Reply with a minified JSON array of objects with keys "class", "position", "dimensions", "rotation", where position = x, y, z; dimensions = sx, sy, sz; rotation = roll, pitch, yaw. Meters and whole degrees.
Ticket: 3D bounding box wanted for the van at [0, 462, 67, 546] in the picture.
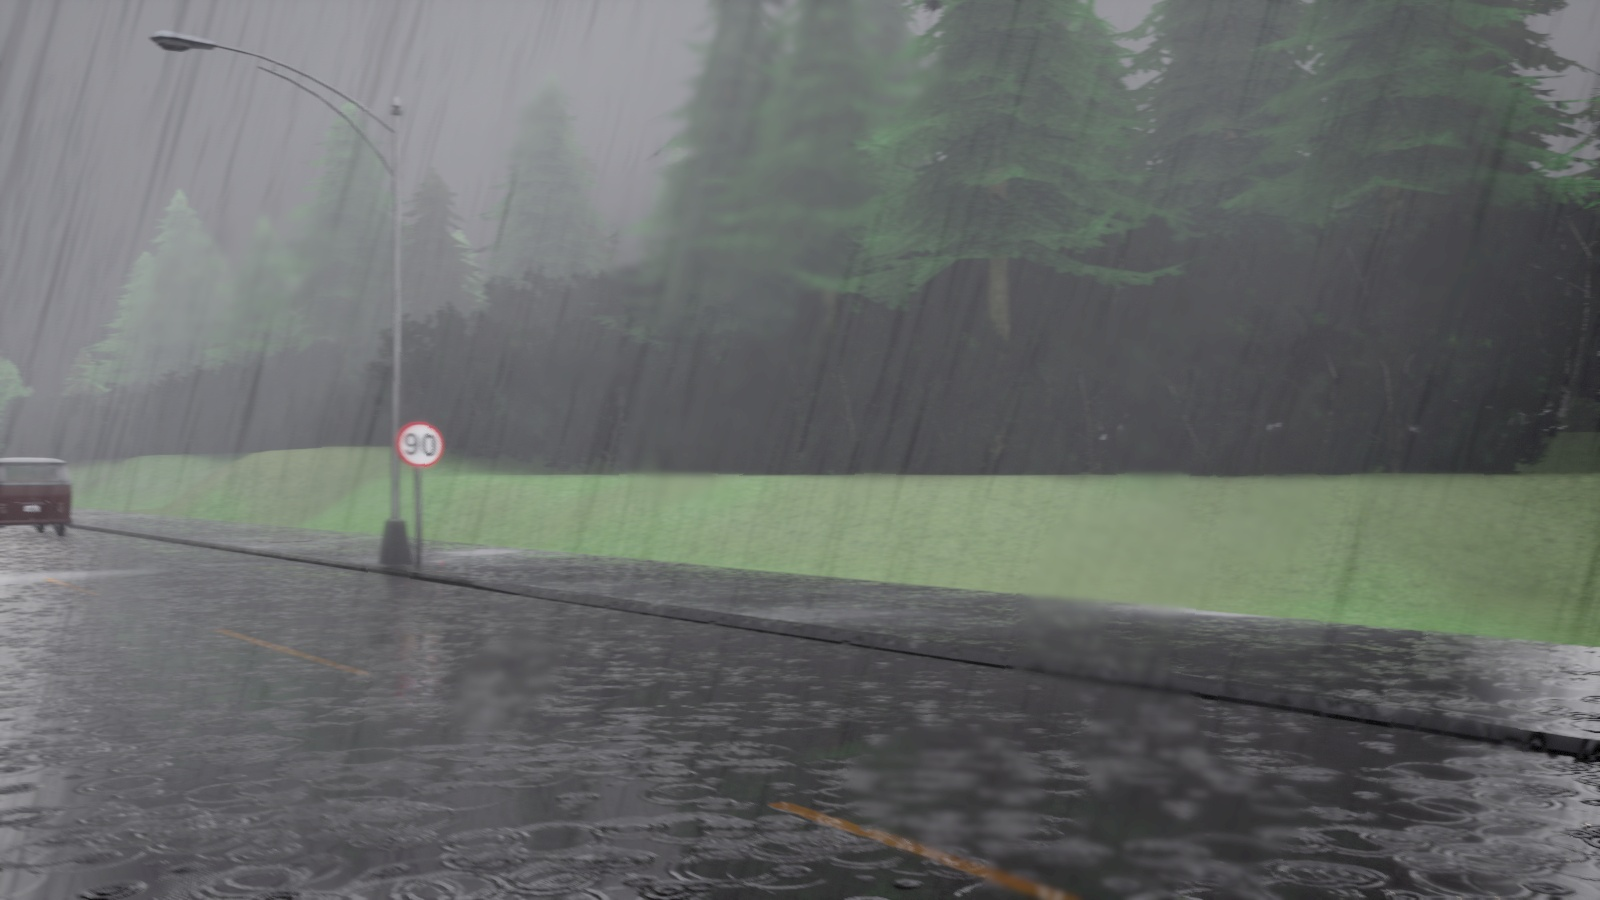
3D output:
[{"class":"van","position":[-20.034,1.329,31.753],"dimensions":[1.775,1.987,4.442],"rotation":[0,-1,-41]}]
